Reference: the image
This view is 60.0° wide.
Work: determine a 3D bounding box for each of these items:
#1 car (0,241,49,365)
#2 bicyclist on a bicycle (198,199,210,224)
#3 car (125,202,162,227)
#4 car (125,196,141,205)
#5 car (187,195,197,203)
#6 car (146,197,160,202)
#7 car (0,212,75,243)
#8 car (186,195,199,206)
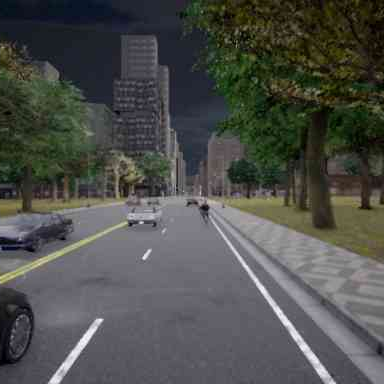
[{"bbox_3d":[-3.163,1.526,2.847,1.812,1.442,4.674,0,0,0],"label":"car"},{"bbox_3d":[0.890,1.381,21.966,0.659,1.776,1.843,0,0,0],"label":"bicyclist on a bicycle"},{"bbox_3d":[-3.154,1.612,22.941,1.895,1.301,4.718,0,0,0],"label":"car"},{"bbox_3d":[-9.810,1.427,55.361,2.097,1.767,4.553,0,0,0],"label":"car"},{"bbox_3d":[-0.012,1.488,73.732,2.097,1.767,4.553,0,0,0],"label":"car"},{"bbox_3d":[-6.557,1.583,56.489,1.837,1.490,4.892,0,0,1],"label":"car"},{"bbox_3d":[-6.601,1.552,13.942,2.033,1.411,5.357,0,0,0],"label":"car"},{"bbox_3d":[0.089,1.579,55.220,1.837,1.490,4.892,0,0,0],"label":"car"}]
